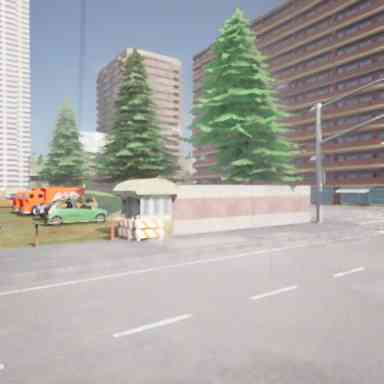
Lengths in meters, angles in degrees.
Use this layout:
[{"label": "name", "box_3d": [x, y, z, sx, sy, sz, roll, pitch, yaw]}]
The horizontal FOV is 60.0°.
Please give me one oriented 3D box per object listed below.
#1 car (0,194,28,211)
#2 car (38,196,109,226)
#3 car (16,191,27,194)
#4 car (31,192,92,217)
[{"label": "car", "box_3d": [-24.531, 1.353, 44.111, 4.193, 1.474, 1.816, -1, 0, -35]}, {"label": "car", "box_3d": [-7.435, 1.294, 21.501, 3.988, 1.617, 1.851, -1, 0, -35]}, {"label": "car", "box_3d": [-25.813, 1.160, 46.632, 3.866, 1.878, 1.905, -1, 0, -35]}, {"label": "car", "box_3d": [-9.463, 1.121, 25.549, 4.605, 1.855, 1.932, -1, 0, -35]}]
